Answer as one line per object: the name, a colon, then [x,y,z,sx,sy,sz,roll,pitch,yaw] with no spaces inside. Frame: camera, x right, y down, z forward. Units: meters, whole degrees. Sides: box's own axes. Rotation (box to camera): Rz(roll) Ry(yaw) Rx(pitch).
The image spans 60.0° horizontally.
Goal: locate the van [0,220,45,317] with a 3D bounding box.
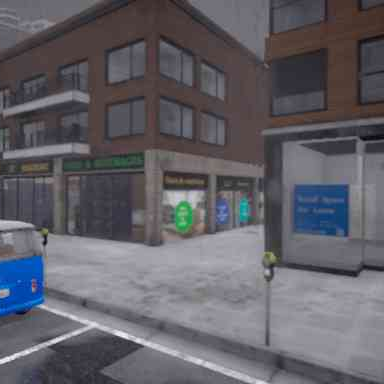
van: [-4.508,1.376,6.296,3.998,1.788,1.690,0,0,36]
